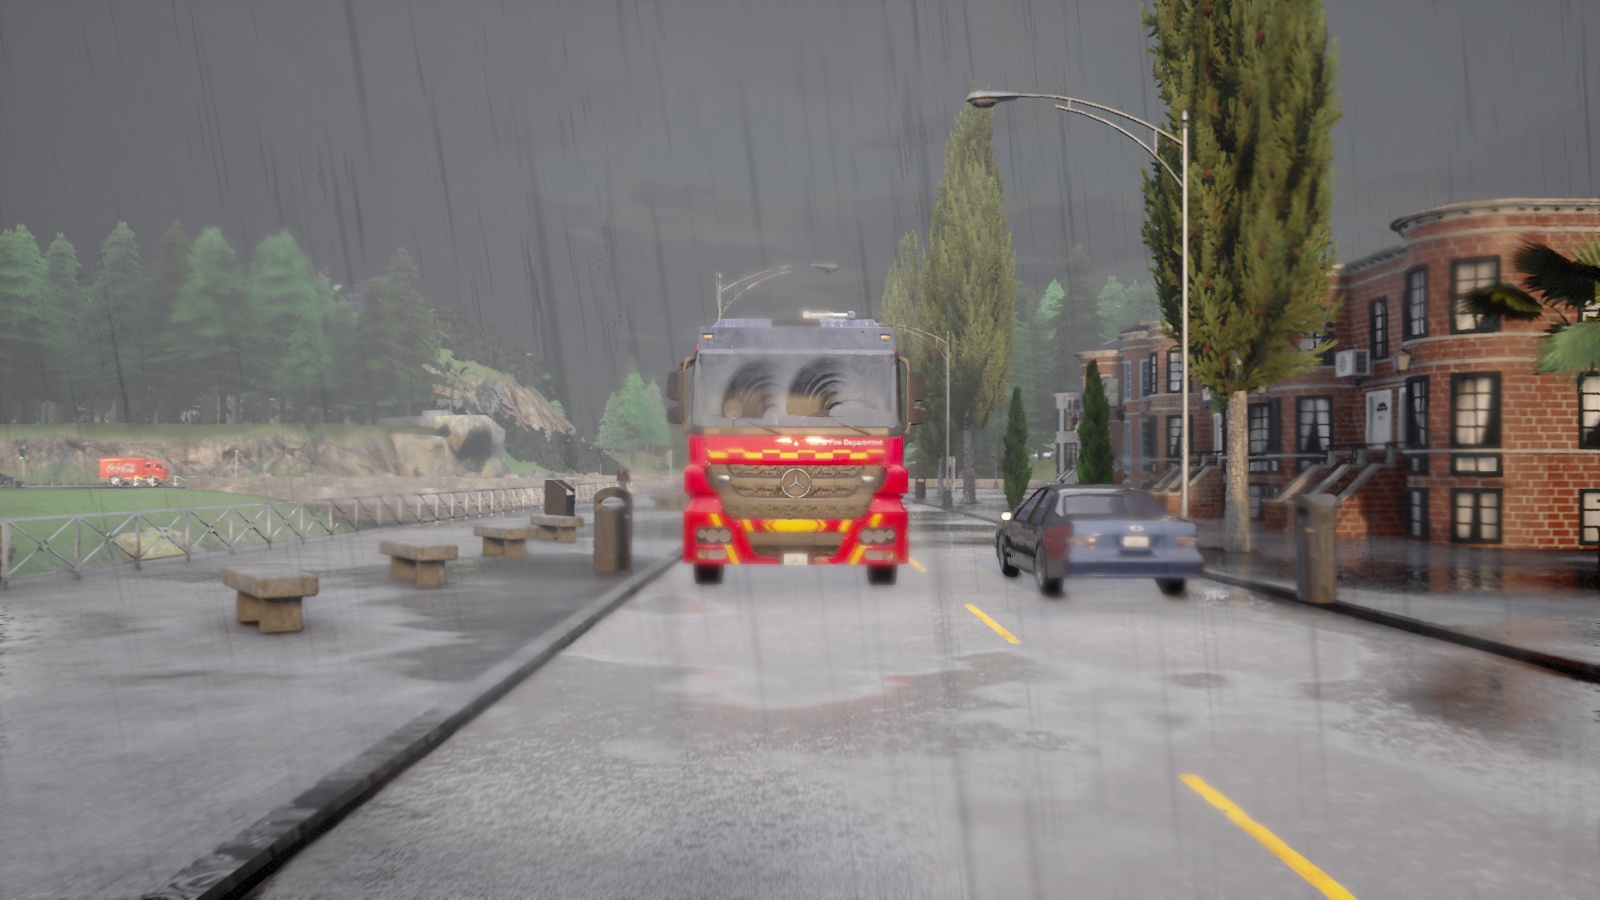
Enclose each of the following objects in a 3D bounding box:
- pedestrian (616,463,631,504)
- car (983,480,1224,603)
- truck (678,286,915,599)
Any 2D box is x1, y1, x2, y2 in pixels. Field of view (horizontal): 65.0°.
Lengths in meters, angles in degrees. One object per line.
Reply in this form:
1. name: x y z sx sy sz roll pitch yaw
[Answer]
1. pedestrian: -7.884 1.496 56.150 0.376 1.854 0.720 -1 -1 17
2. car: 3.954 1.138 17.442 2.033 1.411 5.357 0 -1 0
3. truck: -0.055 -0.021 19.621 2.891 3.827 8.468 0 -1 0
